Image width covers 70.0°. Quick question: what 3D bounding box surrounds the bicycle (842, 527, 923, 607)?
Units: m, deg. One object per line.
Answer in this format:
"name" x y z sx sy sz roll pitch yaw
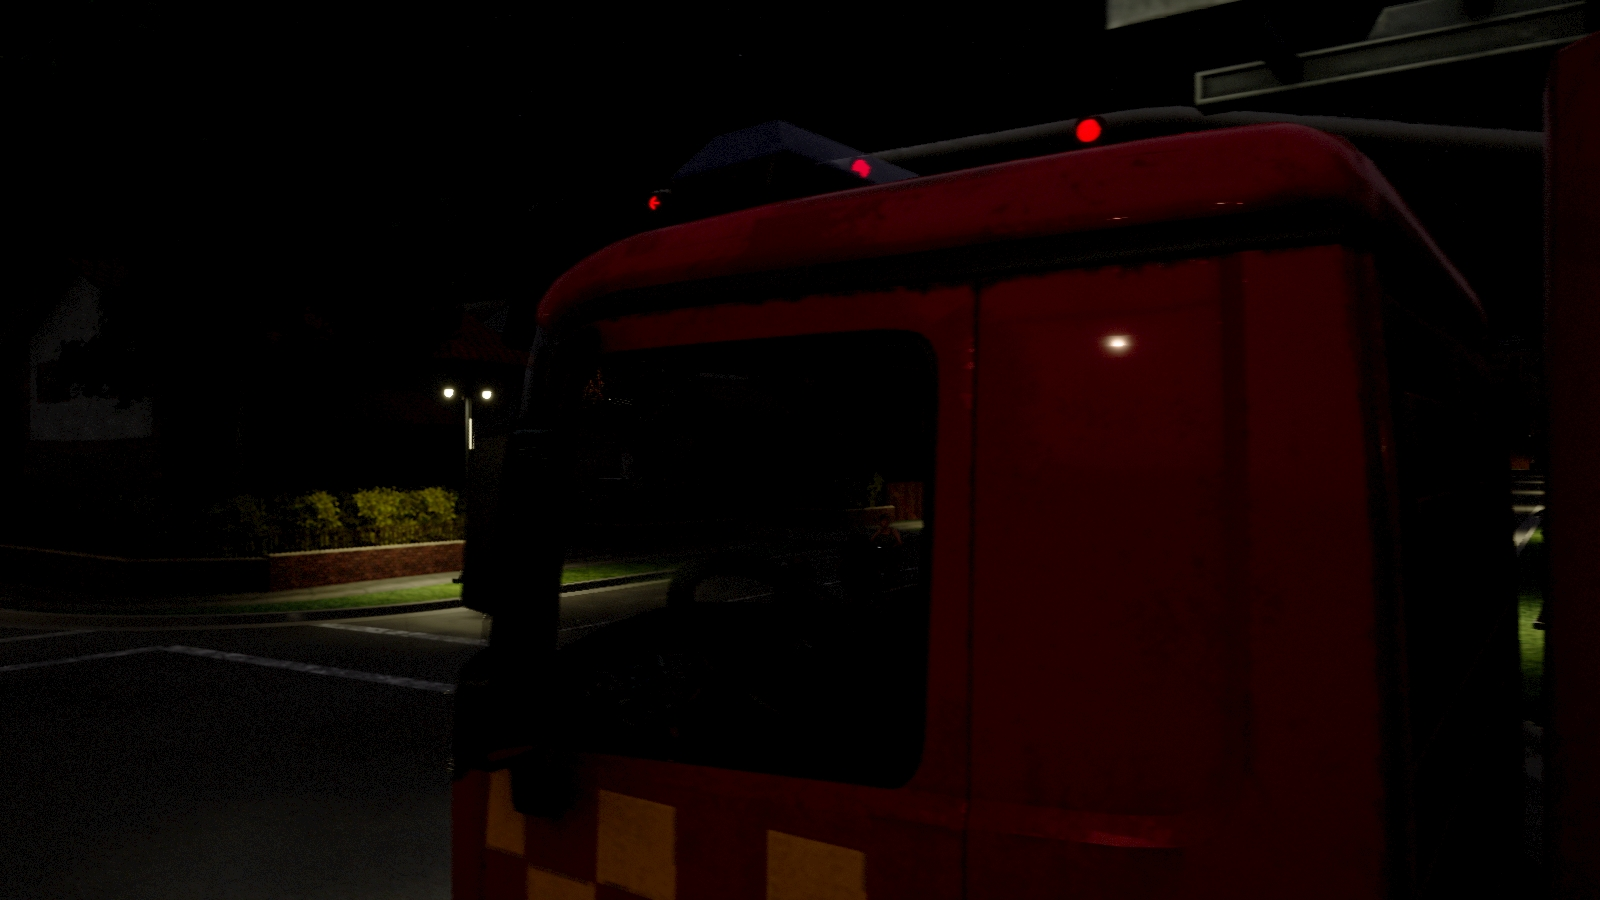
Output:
"bicycle" 1.539 2.142 21.205 0.859 1.301 1.487 0 0 35
